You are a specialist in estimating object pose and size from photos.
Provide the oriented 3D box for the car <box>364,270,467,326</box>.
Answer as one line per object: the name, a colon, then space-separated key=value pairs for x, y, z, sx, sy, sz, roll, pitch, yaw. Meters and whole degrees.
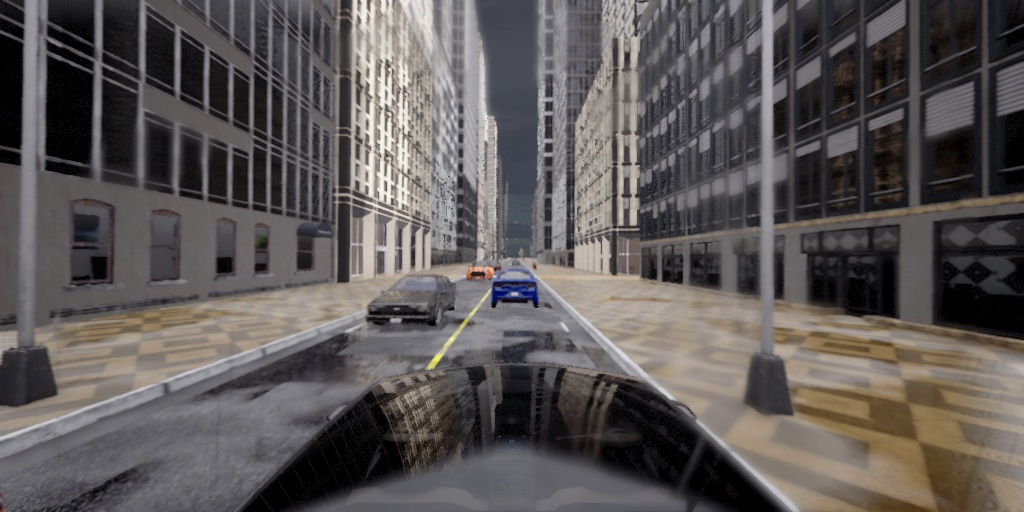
car: x=-3.009 y=1.319 z=12.053 sx=2.033 sy=1.411 sz=5.357 roll=0 pitch=0 yaw=1

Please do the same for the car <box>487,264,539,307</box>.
car: x=0.133 y=1.286 z=15.897 sx=1.882 sy=1.535 sz=5.008 roll=0 pitch=0 yaw=1

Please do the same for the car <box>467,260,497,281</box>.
car: x=-2.737 y=1.199 z=31.448 sx=2.097 sy=1.767 sz=4.553 roll=0 pitch=0 yaw=1

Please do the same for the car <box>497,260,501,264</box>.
car: x=-2.510 y=1.307 z=48.509 sx=2.097 sy=1.767 sz=4.553 roll=0 pitch=0 yaw=1
